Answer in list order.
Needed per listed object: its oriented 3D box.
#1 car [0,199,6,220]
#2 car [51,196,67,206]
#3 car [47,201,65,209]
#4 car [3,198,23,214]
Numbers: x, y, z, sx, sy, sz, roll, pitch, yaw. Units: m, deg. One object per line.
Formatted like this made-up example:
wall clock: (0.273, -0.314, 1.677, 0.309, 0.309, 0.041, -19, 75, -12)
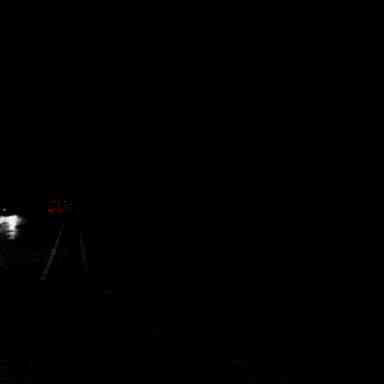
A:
car: (-14.453, 1.429, 22.728, 1.837, 1.490, 4.892, 1, 0, -19)
car: (-21.308, 1.441, 53.340, 2.128, 1.511, 4.902, 1, -1, -19)
car: (-17.821, 1.397, 43.638, 2.128, 1.511, 4.902, 1, 0, -19)
car: (-17.936, 1.353, 32.764, 2.128, 1.511, 4.902, 1, 0, -19)
